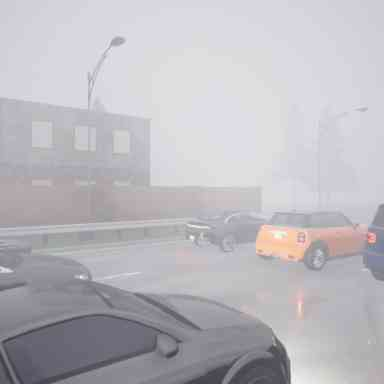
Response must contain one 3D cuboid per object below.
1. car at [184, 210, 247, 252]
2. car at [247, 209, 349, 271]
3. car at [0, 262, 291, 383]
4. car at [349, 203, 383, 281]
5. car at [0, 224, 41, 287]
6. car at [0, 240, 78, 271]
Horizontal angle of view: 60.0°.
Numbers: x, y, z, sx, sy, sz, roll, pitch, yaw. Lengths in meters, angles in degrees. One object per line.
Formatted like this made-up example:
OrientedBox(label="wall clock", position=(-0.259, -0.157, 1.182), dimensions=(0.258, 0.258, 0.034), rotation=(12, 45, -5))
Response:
OrientedBox(label="car", position=(1.989, 1.491, 13.829), dimensions=(4.902, 1.511, 2.128), rotation=(0, 0, -35))
OrientedBox(label="car", position=(4.311, 1.352, 11.184), dimensions=(4.553, 1.767, 2.097), rotation=(0, 0, -35))
OrientedBox(label="car", position=(-1.025, 1.564, 3.017), dimensions=(4.181, 1.385, 1.994), rotation=(0, 0, -35))
OrientedBox(label="car", position=(6.642, 1.221, 8.545), dimensions=(5.566, 2.045, 2.150), rotation=(0, 0, -35))
OrientedBox(label="car", position=(-6.311, 1.601, 7.841), dimensions=(4.718, 1.301, 1.895), rotation=(0, 0, -36))
OrientedBox(label="car", position=(-4.052, 1.491, 5.153), dimensions=(4.902, 1.511, 2.128), rotation=(0, 0, -36))
